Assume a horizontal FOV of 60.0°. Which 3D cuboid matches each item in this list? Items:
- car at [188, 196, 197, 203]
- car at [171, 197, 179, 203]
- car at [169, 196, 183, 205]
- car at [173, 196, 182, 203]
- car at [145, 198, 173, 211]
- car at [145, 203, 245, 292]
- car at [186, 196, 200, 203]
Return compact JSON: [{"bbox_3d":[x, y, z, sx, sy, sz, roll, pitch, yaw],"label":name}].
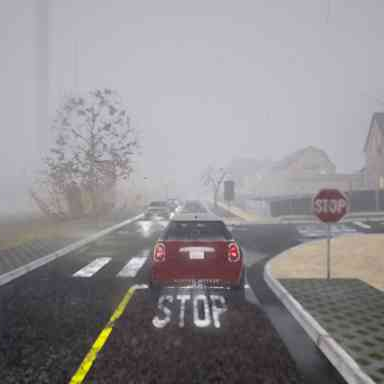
[{"bbox_3d":[0.104,1.534,69.275,1.812,1.442,4.674,0,0,0],"label":"car"},{"bbox_3d":[-2.845,1.593,37.784,1.895,1.301,4.718,0,0,0],"label":"car"},{"bbox_3d":[-2.801,1.491,57.971,2.128,1.511,4.902,0,0,0],"label":"car"},{"bbox_3d":[-2.844,1.520,47.563,1.812,1.442,4.674,0,0,1],"label":"car"},{"bbox_3d":[-2.845,1.516,28.150,1.812,1.442,4.674,0,0,0],"label":"car"},{"bbox_3d":[0.099,1.347,9.105,2.097,1.767,4.553,0,0,0],"label":"car"},{"bbox_3d":[0.091,1.594,43.003,1.895,1.301,4.718,0,0,0],"label":"car"}]
